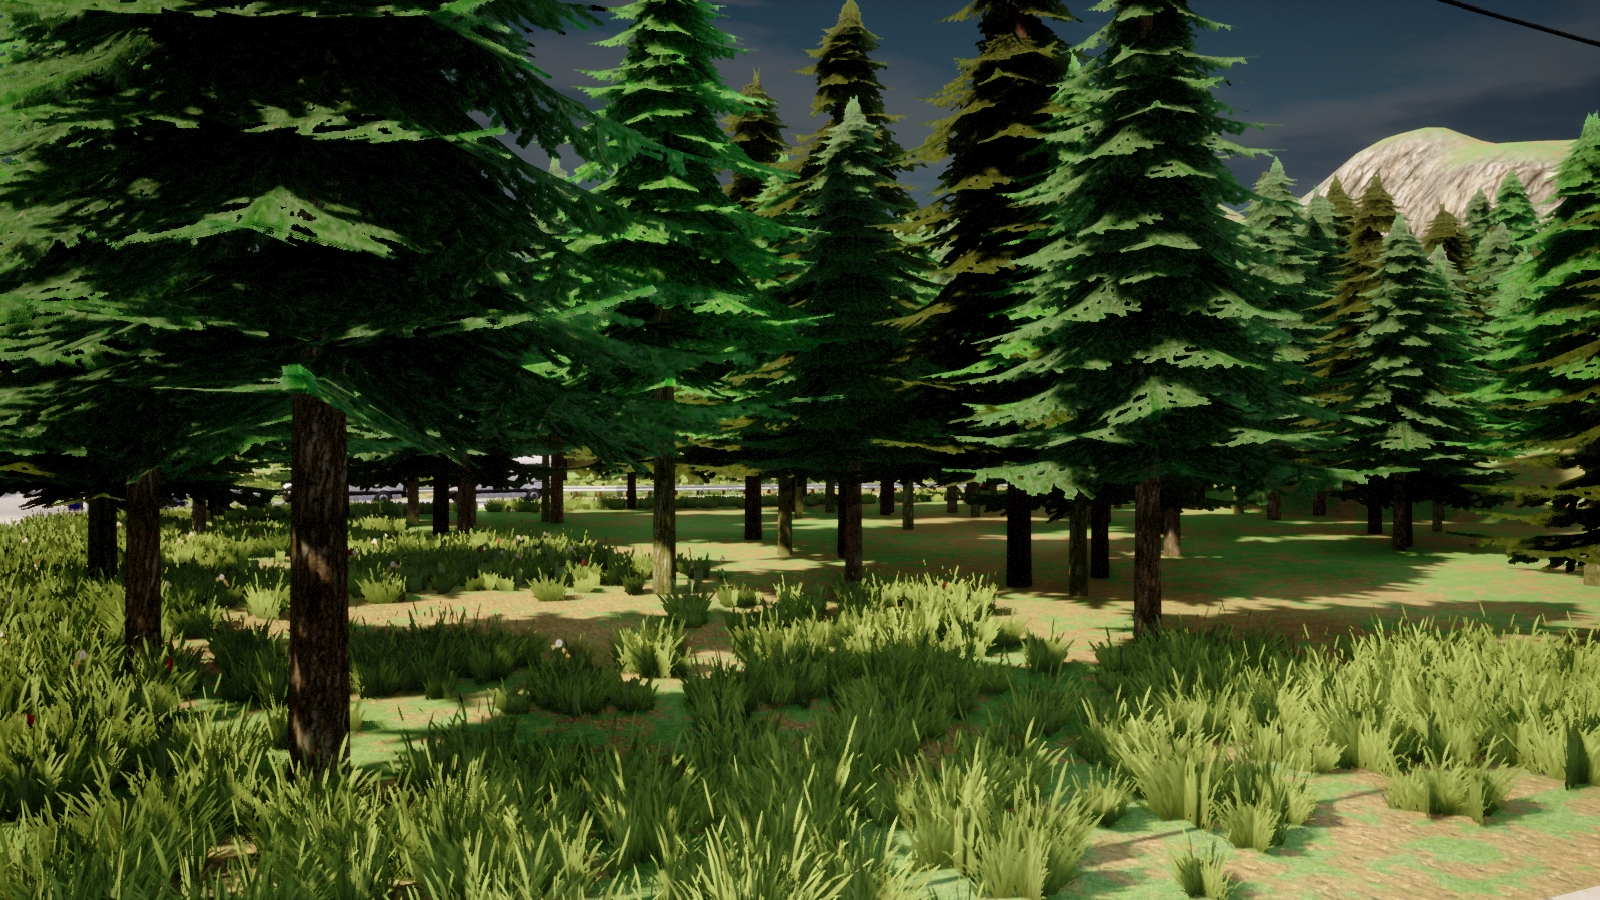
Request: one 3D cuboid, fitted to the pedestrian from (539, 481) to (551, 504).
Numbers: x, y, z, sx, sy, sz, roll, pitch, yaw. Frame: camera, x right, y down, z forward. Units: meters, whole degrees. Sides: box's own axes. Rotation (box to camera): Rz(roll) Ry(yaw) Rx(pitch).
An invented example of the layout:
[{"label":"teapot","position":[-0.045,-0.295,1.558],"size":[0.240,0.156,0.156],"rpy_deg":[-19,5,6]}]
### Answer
[{"label":"pedestrian","position":[-12.309,2.050,55.180],"size":[0.500,1.100,0.500],"rpy_deg":[0,0,-18]}]
